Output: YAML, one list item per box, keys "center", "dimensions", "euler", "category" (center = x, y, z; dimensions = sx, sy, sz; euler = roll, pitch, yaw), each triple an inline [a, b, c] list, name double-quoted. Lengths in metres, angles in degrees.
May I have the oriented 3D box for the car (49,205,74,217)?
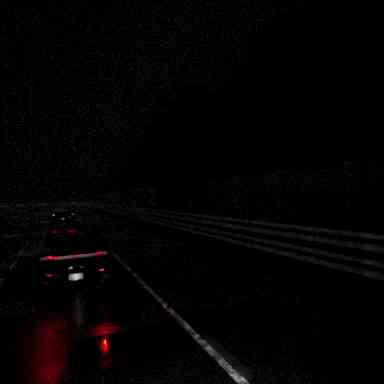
- center: [-11.661, 2.095, 29.989]
  dimensions: [1.812, 1.442, 4.674]
  euler: [-2, 0, -22]
  category: "car"

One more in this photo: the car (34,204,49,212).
- center: [-29.267, 3.265, 64.209]
  dimensions: [1.895, 1.301, 4.718]
  euler: [-2, -1, -22]
  category: "car"

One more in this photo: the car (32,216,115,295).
- center: [-3.439, 1.678, 9.512]
  dimensions: [2.128, 1.511, 4.902]
  euler: [-2, 0, -22]
  category: "car"
